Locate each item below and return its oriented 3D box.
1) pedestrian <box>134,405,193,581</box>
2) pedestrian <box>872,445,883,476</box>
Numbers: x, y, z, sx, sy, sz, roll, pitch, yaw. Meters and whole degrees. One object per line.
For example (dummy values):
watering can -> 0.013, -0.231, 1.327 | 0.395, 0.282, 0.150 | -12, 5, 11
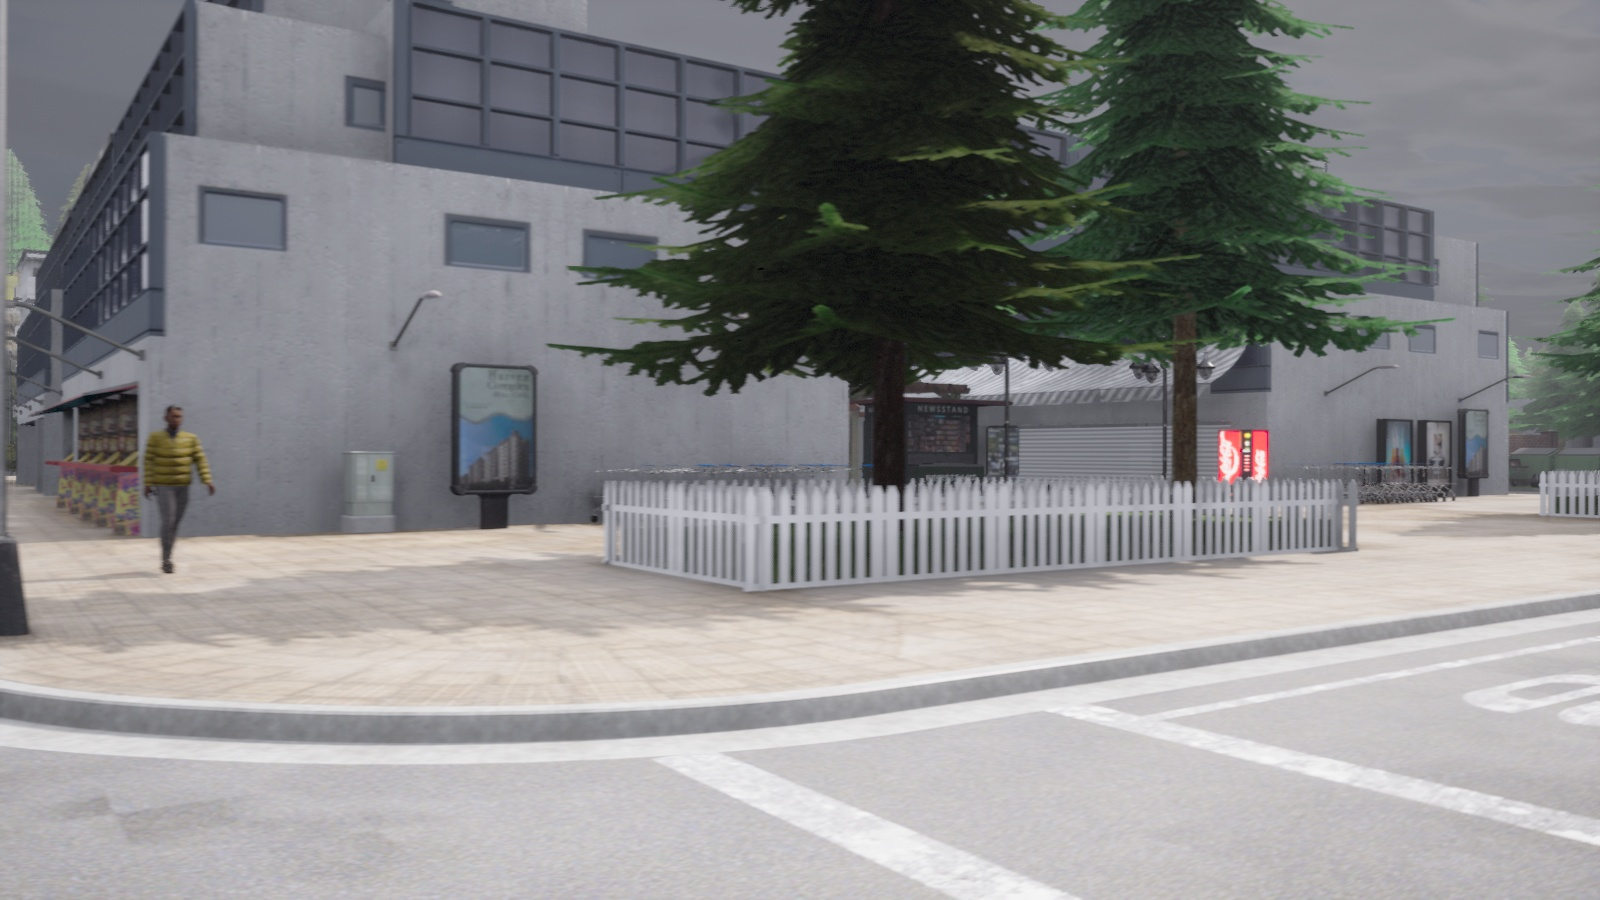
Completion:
pedestrian -> -6.861, 0.450, 13.534 | 0.431, 1.840, 0.709 | 0, 0, -38
pedestrian -> 4.576, 0.642, 74.428 | 0.594, 1.836, 0.345 | 0, 0, 45
